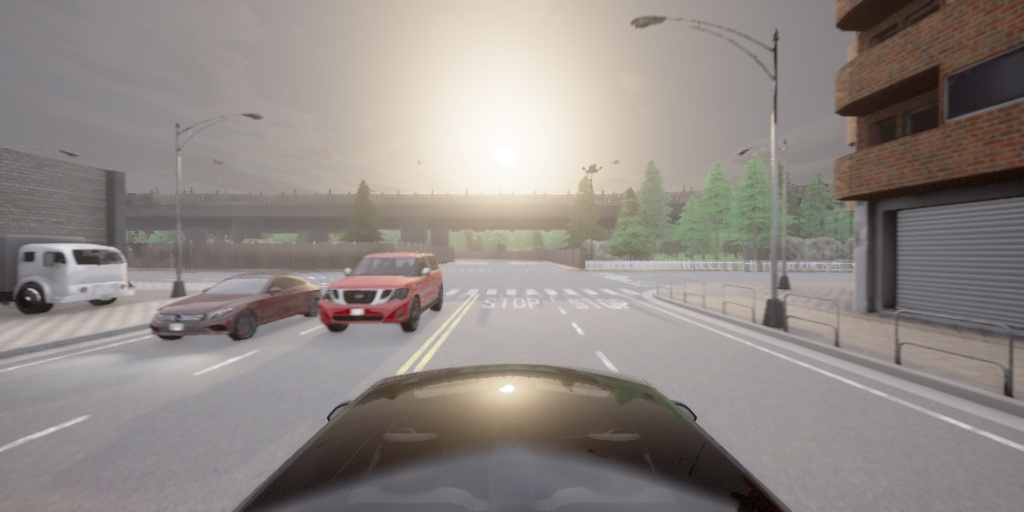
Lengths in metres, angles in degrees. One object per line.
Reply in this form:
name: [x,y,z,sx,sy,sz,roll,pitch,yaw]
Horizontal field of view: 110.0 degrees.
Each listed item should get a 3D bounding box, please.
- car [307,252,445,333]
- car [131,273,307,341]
car: [-3.504,0.891,10.881,2.150,2.045,5.566,0,0,0]
car: [-7.013,1.215,9.841,1.812,1.442,4.674,0,0,0]
